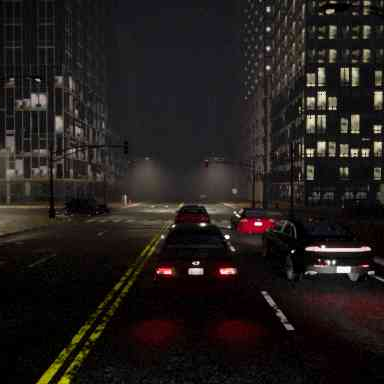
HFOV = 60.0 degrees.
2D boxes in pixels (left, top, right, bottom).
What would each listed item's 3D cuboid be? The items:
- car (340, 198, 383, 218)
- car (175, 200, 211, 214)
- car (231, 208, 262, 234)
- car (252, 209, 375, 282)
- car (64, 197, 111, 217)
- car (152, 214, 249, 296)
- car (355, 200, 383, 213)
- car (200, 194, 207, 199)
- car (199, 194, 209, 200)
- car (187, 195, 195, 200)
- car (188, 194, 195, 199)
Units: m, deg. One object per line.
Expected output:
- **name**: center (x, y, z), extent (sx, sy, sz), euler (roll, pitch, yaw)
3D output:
- **car**: center (16.130, 1.517, 30.256), extent (5.009, 1.841, 2.192), euler (1, 0, 1)
- **car**: center (0.061, 1.467, 18.609), extent (1.882, 1.535, 5.008), euler (0, 0, 1)
- **car**: center (3.306, 1.554, 18.504), extent (1.994, 1.385, 4.181), euler (0, 0, 0)
- **car**: center (3.326, 1.487, 9.704), extent (2.128, 1.511, 4.902), euler (0, 0, 0)
- **car**: center (-9.807, 1.312, 31.237), extent (4.553, 1.767, 2.097), euler (1, 1, 29)
- **car**: center (0.081, 1.543, 8.789), extent (2.033, 1.411, 5.357), euler (0, 0, 0)
- **car**: center (21.719, 1.641, 38.555), extent (4.829, 1.417, 1.752), euler (1, 0, 1)
- **car**: center (3.033, 1.262, 91.431), extent (1.812, 1.442, 4.674), euler (0, 0, 0)
- **car**: center (3.057, 1.509, 81.459), extent (1.895, 1.301, 4.718), euler (0, 0, 0)
- **car**: center (-0.193, 1.438, 81.422), extent (1.812, 1.442, 4.674), euler (0, 0, 0)
- **car**: center (-0.217, 1.333, 91.454), extent (1.895, 1.301, 4.718), euler (0, 0, 0)
